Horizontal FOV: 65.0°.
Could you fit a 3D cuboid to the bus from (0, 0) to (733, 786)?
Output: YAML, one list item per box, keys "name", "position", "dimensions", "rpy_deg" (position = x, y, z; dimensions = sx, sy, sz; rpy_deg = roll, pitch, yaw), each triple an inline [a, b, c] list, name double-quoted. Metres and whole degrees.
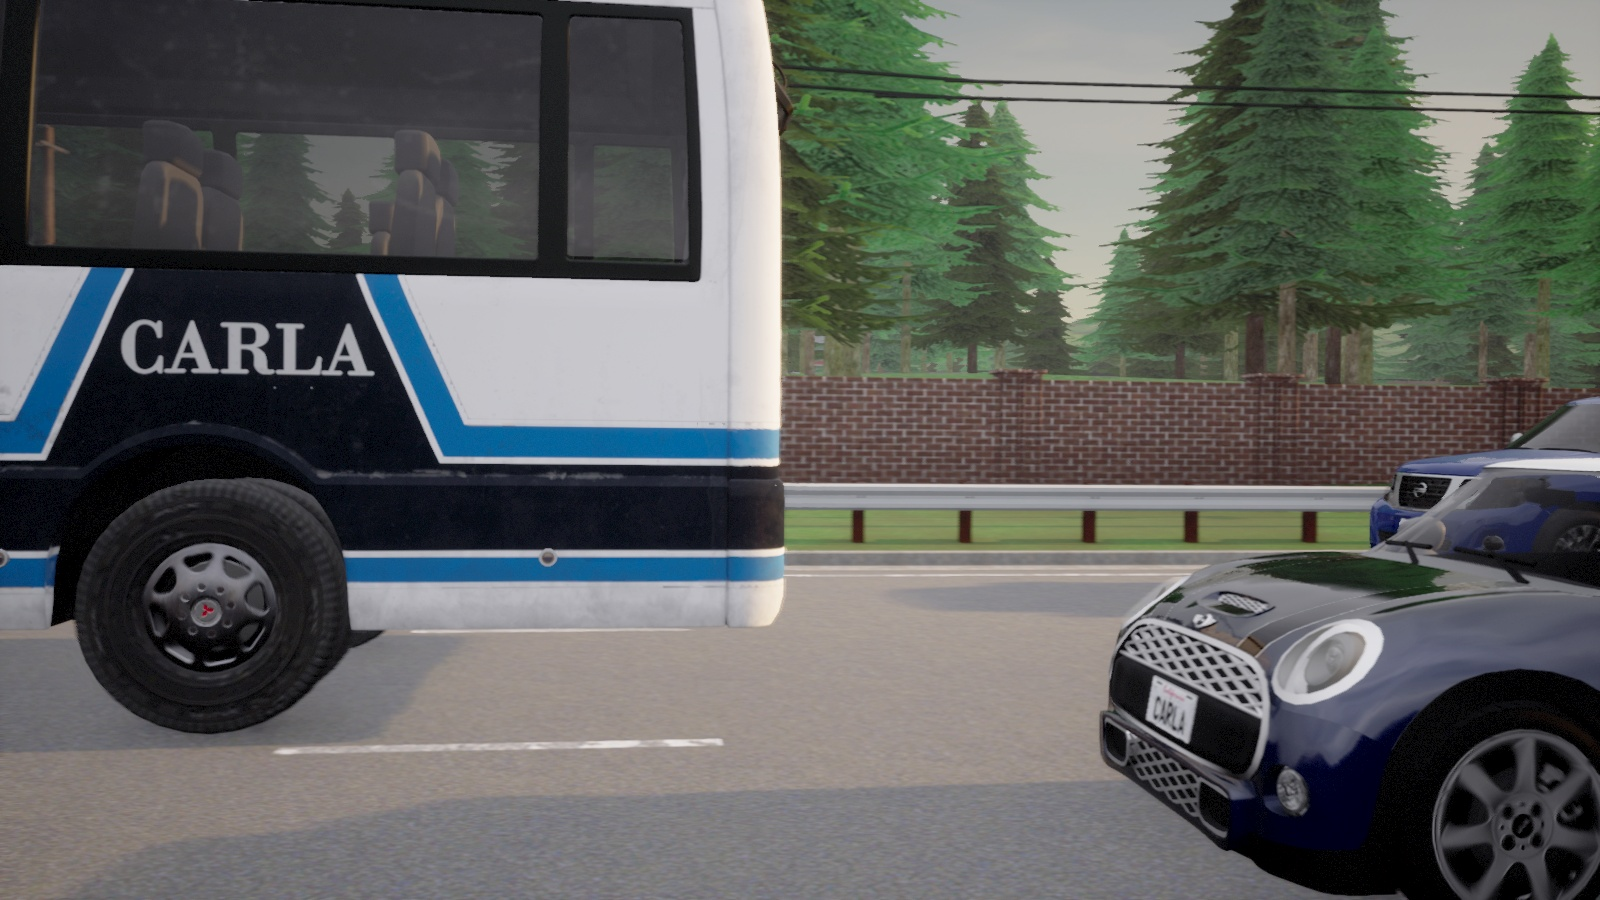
- name: "bus"
  position: [-5.681, -0.636, 7.282]
  dimensions: [10.273, 4.253, 3.944]
  rpy_deg: [-1, 1, -7]

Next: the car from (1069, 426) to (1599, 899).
- name: "car"
  position: [3.217, 0.649, 4.864]
  dimensions: [3.806, 1.475, 1.970]
  rpy_deg: [-1, 1, -7]

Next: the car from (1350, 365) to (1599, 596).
- name: "car"
  position: [8.723, 0.216, 12.582]
  dimensions: [5.566, 2.045, 2.150]
  rpy_deg: [-1, 1, -7]
